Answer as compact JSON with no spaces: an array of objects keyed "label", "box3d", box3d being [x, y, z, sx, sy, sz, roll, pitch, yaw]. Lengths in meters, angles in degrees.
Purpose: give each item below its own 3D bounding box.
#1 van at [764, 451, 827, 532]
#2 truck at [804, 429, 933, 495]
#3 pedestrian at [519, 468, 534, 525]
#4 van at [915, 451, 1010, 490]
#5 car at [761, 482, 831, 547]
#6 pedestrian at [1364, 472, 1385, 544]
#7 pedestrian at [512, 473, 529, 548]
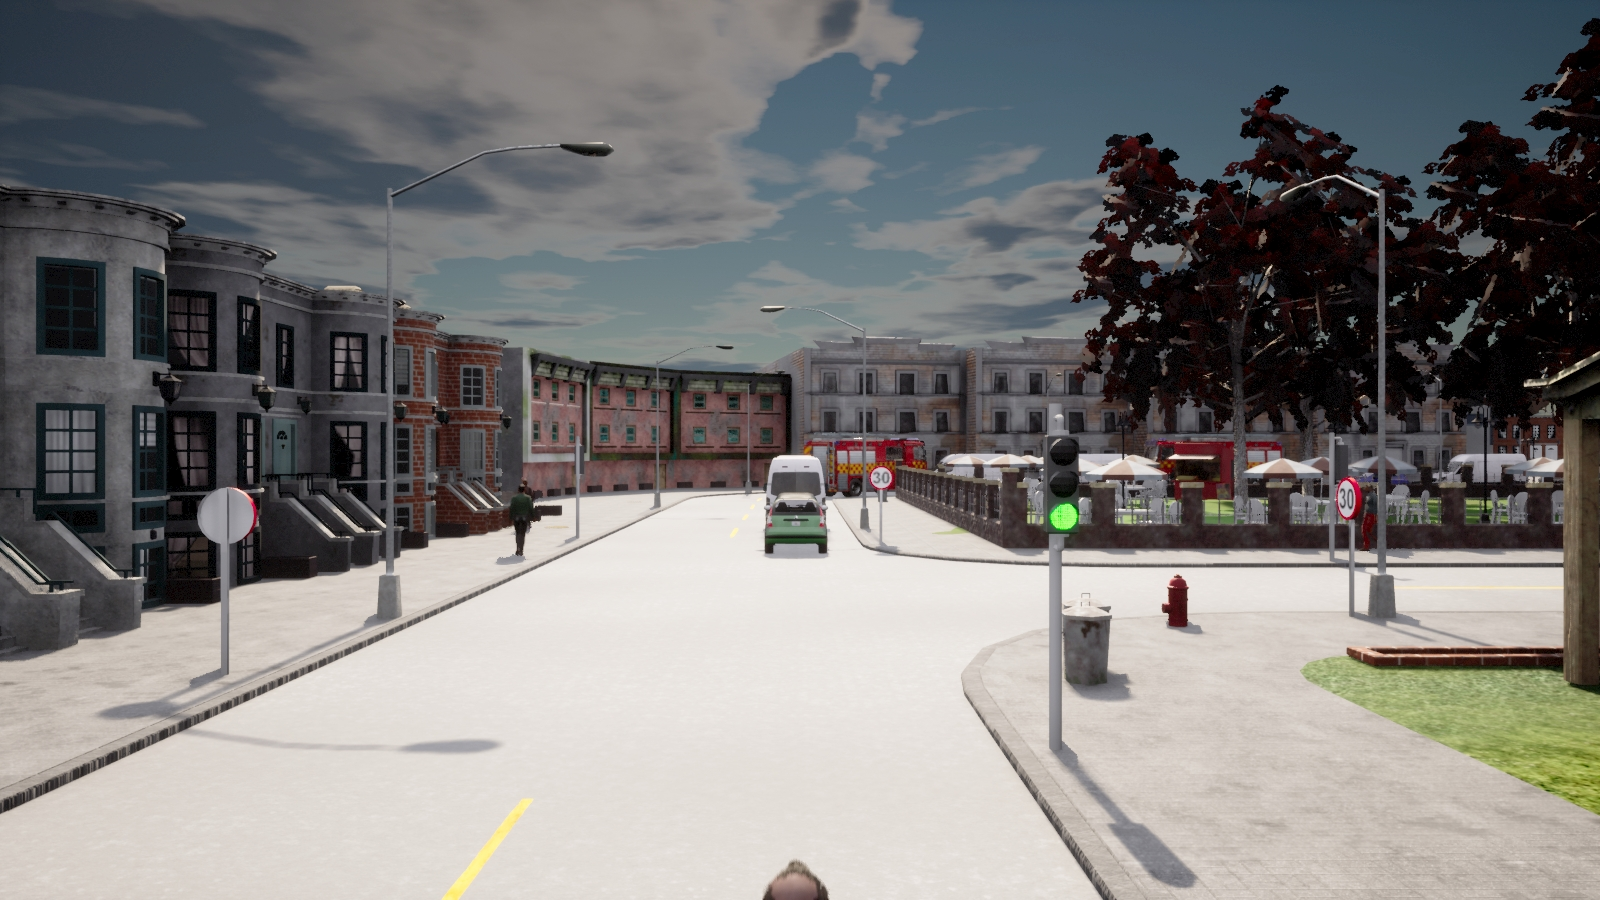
[{"label":"van","box3d":[-0.147,1.315,39.074,1.988,2.561,5.915,0,0,0]},{"label":"truck","box3d":[4.295,0.672,70.228,8.468,3.827,2.891,0,0,-43]},{"label":"pedestrian","box3d":[-9.061,1.524,37.833,0.375,1.860,0.375,0,0,3]},{"label":"van","box3d":[10.550,1.314,74.428,5.915,2.561,1.988,0,0,0]},{"label":"car","box3d":[-0.119,1.779,32.373,1.851,1.617,3.988,0,0,0]},{"label":"pedestrian","box3d":[15.086,1.517,30.002,0.375,1.860,0.375,0,0,1]},{"label":"pedestrian","box3d":[-7.041,1.524,28.788,0.375,1.860,0.375,0,0,-9]}]
